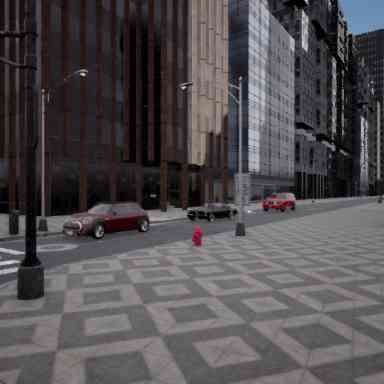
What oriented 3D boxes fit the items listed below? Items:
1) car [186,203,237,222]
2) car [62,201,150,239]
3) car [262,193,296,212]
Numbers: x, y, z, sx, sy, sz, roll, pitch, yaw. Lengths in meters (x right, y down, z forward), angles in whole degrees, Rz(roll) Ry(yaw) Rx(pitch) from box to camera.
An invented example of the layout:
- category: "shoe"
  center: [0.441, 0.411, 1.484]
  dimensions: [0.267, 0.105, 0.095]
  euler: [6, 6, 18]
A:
- category: "car"
  center: [1.602, 1.522, 25.486]
  dimensions: [1.895, 1.301, 4.718]
  euler: [0, 0, 36]
- category: "car"
  center: [-4.323, 1.301, 17.212]
  dimensions: [2.097, 1.767, 4.553]
  euler: [0, 0, 36]
- category: "car"
  center: [9.785, 1.112, 36.926]
  dimensions: [2.150, 2.045, 5.566]
  euler: [0, 0, 35]
